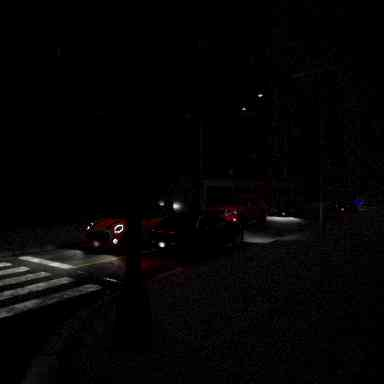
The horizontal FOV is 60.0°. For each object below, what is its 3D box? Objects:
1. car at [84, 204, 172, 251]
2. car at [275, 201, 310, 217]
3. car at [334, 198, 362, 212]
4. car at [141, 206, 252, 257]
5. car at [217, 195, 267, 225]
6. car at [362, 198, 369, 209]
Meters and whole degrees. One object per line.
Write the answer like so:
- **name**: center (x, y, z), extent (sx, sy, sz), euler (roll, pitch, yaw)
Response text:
- **car**: center (-2.309, 1.346, 14.217), extent (2.097, 1.767, 4.553), euler (0, 0, 34)
- **car**: center (9.622, 1.539, 31.545), extent (2.033, 1.411, 5.357), euler (0, 0, 35)
- **car**: center (17.831, 1.606, 38.350), extent (1.895, 1.301, 4.718), euler (0, 0, 35)
- **car**: center (0.370, 1.511, 13.133), extent (1.837, 1.490, 4.892), euler (0, 0, 35)
- **car**: center (3.162, 1.215, 22.196), extent (2.150, 2.045, 5.566), euler (0, 0, 35)
- **car**: center (23.574, 1.538, 46.751), extent (1.812, 1.442, 4.674), euler (0, 0, 35)
